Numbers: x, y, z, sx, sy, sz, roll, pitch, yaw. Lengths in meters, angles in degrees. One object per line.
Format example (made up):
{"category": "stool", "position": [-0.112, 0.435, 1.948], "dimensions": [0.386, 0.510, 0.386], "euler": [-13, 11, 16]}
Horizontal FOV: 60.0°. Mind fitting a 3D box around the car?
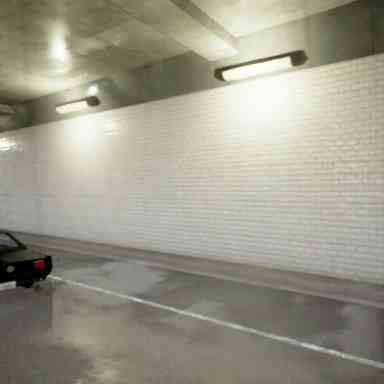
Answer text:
{"category": "car", "position": [-5.437, 1.557, 7.871], "dimensions": [4.718, 1.301, 1.895], "euler": [0, 0, 36]}
